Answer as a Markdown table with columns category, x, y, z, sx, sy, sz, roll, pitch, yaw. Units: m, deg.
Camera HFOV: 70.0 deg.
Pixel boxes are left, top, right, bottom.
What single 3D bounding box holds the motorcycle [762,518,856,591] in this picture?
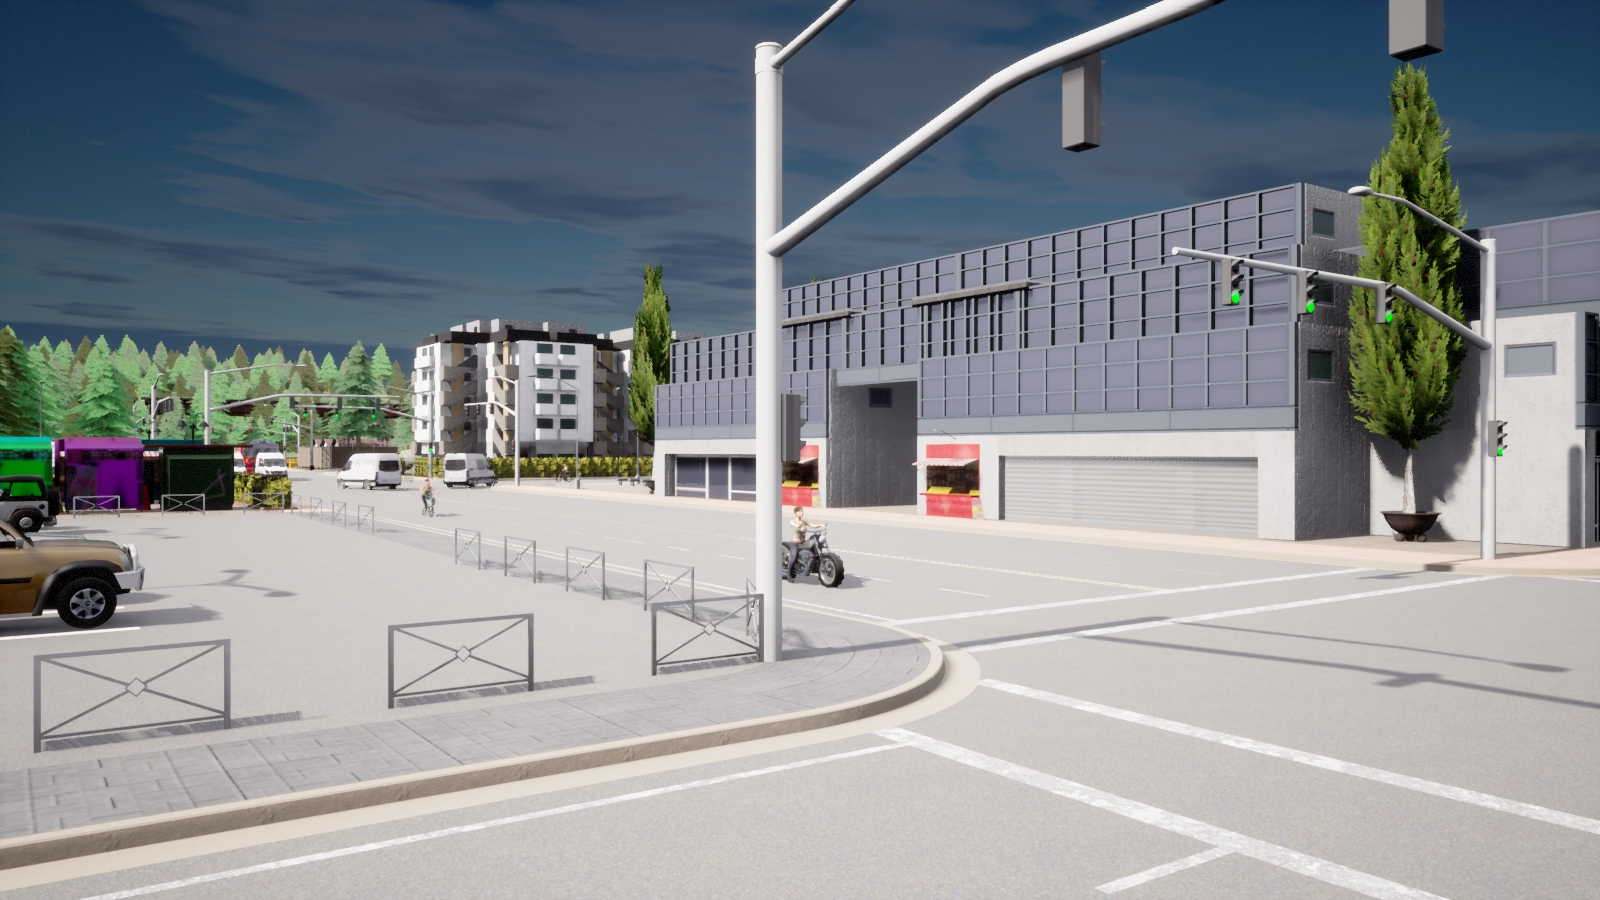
| category | x | y | z | sx | sy | sz | roll | pitch | yaw |
| --- | --- | --- | --- | --- | --- | --- | --- | --- | --- |
| motorcycle | 0.165 | 2.155 | 23.900 | 0.764 | 1.307 | 2.356 | 0 | 0 | -34 |
